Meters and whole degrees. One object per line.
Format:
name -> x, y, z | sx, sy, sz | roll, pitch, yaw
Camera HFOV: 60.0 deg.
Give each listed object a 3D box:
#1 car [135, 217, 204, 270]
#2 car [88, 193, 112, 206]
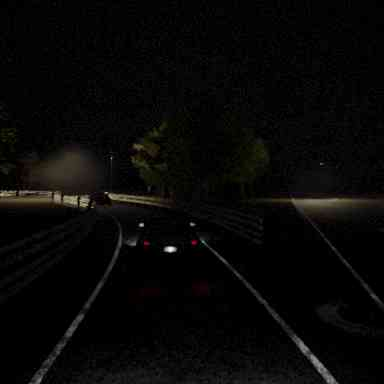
car -> -0.812, 1.515, 11.024 | 1.994, 1.385, 4.181 | 0, 0, -7
car -> -12.118, 0.908, 43.544 | 2.097, 1.767, 4.553 | 0, 1, -30
